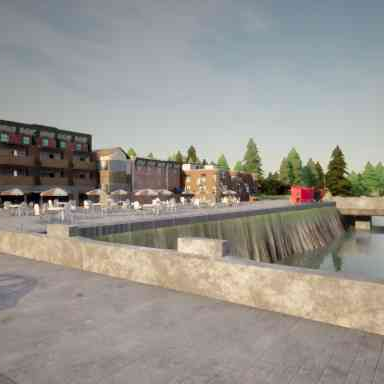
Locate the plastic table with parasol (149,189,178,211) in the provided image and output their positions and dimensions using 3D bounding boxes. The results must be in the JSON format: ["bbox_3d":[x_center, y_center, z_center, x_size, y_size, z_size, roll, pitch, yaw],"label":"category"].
[{"bbox_3d":[-3.389,0.925,39.511,2.482,2.480,2.482,0,0,36],"label":"plastic table with parasol"}]
